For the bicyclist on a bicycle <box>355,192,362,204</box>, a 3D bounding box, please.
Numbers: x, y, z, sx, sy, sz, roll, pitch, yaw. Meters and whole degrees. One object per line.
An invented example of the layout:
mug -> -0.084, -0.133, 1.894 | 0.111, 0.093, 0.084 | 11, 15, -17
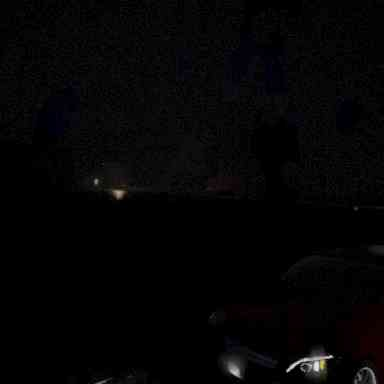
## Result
bicyclist on a bicycle -> 21.339, 0.764, 42.574 | 1.656, 1.620, 0.582 | 0, 2, -36

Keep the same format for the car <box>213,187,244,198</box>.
car -> 6.209, 0.129, 53.475 | 2.128, 1.511, 4.902 | 0, 2, -35

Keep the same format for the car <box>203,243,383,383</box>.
car -> 2.328, 1.531, 4.728 | 4.674, 1.442, 1.812 | 0, 0, -35

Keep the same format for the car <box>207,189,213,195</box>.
car -> 4.723, -0.107, 60.501 | 1.882, 1.535, 5.008 | 0, 2, -35

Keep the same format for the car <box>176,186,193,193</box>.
car -> -1.591, -0.512, 69.250 | 1.994, 1.385, 4.181 | 0, 2, -36
